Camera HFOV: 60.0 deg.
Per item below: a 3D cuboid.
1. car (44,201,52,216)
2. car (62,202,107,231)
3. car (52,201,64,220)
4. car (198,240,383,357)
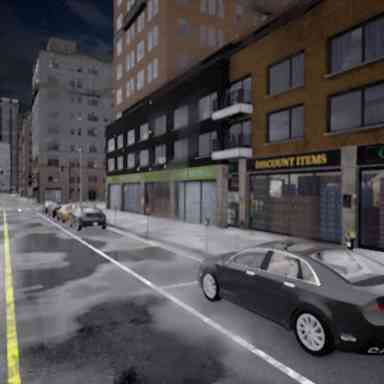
[{"bbox_3d":[-12.015,1.571,30.382,1.947,1.339,4.313,-1,0,-29],"label":"car"},{"bbox_3d":[-6.525,1.558,20.652,2.008,1.369,4.403,-1,0,-29],"label":"car"},{"bbox_3d":[-9.353,1.532,25.665,1.752,1.417,4.829,-1,0,-29],"label":"car"},{"bbox_3d":[1.711,1.556,6.057,2.008,1.369,4.403,-1,0,-29],"label":"car"}]
